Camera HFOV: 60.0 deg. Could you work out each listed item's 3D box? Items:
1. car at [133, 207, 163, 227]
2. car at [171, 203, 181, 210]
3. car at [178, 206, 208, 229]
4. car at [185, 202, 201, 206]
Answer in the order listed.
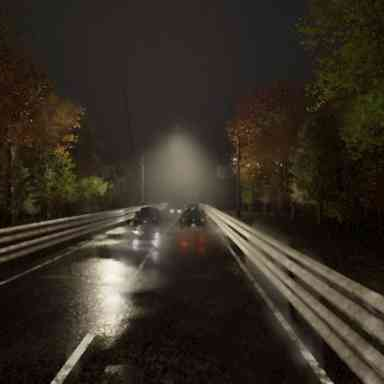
[{"bbox_3d":[-3.351,1.905,25.942,1.812,1.442,4.674,0,-1,0],"label":"car"},{"bbox_3d":[-3.243,2.952,67.096,1.895,1.301,4.718,0,-1,0],"label":"car"},{"bbox_3d":[0.103,1.944,24.039,1.895,1.301,4.718,0,-1,0],"label":"car"},{"bbox_3d":[0.110,2.099,42.122,2.097,1.767,4.553,0,-2,0],"label":"car"}]
